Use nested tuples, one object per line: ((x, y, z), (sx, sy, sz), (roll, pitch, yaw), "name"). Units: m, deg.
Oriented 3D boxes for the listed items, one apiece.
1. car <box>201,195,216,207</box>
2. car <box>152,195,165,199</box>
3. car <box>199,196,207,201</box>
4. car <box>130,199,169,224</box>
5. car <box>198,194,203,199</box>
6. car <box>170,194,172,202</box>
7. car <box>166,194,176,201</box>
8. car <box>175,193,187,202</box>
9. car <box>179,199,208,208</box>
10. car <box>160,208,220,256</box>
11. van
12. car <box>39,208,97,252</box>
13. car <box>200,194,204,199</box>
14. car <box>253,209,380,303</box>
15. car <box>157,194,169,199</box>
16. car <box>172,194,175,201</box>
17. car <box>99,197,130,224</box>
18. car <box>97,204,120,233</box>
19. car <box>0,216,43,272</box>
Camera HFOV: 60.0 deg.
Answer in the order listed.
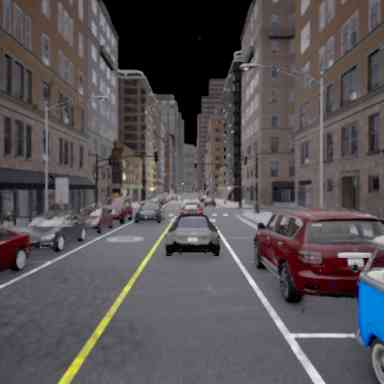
((2.819, 1.602, 51.927), (1.802, 1.307, 4.206), (-1, 0, 0), "car")
((-5.706, 1.602, 51.895), (1.802, 1.307, 4.206), (-1, 0, 0), "car")
((2.800, 1.621, 85.308), (1.887, 1.381, 4.507), (-1, 0, 0), "car")
((-3.061, 1.506, 24.775), (1.837, 1.490, 4.892), (0, 0, 1), "car")
((2.807, 1.599, 74.180), (1.887, 1.381, 4.507), (-1, 0, 0), "car")
((-5.716, 1.569, 68.419), (1.752, 1.417, 4.829), (-1, 0, 0), "car")
((-5.732, 1.404, 90.850), (2.192, 1.841, 5.009), (-1, 0, 0), "car")
((-3.045, 1.587, 80.035), (2.128, 1.511, 4.902), (0, 0, 0), "car")
((0.006, 1.526, 25.176), (1.812, 1.442, 4.674), (0, 0, 0), "car")
((0.042, 1.562, 13.176), (1.994, 1.385, 4.181), (0, 0, 0), "car")
((2.845, 1.340, 2.589), (1.690, 1.788, 3.998), (-1, 0, 0), "van")
((-5.683, 1.548, 13.729), (2.008, 1.369, 4.403), (-1, 0, 0), "car")
((2.815, 1.553, 57.661), (1.752, 1.417, 4.829), (-1, 0, 0), "car")
((2.842, 1.313, 8.174), (2.192, 1.841, 5.009), (-1, 0, 0), "car")
((-5.712, 1.342, 57.460), (2.192, 1.841, 5.009), (-1, 0, 0), "car")
((-5.722, 1.615, 79.719), (2.008, 1.369, 4.403), (-1, 0, 0), "car")
((-5.692, 1.314, 24.895), (2.192, 1.841, 5.009), (-1, 0, 0), "car")
((-5.686, 1.580, 19.312), (1.802, 1.307, 4.206), (-1, 0, 0), "car")
((-5.680, 1.542, 8.147), (1.887, 1.381, 4.507), (-1, 0, 0), "car")
